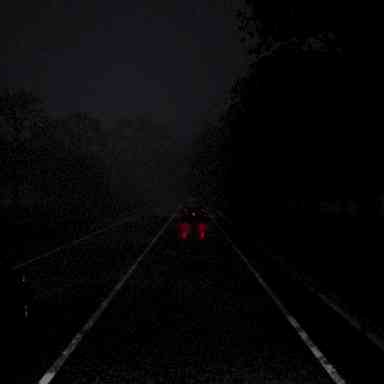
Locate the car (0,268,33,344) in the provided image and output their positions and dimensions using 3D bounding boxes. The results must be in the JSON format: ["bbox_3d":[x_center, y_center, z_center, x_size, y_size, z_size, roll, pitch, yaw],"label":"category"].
[{"bbox_3d":[-3.599,1.564,3.773,1.994,1.385,4.181,0,0,0],"label":"car"}]

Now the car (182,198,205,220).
[{"bbox_3d":[0.109,1.501,27.487,1.812,1.442,4.674,0,0,0],"label":"car"}]
